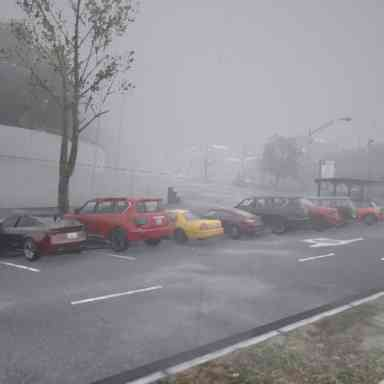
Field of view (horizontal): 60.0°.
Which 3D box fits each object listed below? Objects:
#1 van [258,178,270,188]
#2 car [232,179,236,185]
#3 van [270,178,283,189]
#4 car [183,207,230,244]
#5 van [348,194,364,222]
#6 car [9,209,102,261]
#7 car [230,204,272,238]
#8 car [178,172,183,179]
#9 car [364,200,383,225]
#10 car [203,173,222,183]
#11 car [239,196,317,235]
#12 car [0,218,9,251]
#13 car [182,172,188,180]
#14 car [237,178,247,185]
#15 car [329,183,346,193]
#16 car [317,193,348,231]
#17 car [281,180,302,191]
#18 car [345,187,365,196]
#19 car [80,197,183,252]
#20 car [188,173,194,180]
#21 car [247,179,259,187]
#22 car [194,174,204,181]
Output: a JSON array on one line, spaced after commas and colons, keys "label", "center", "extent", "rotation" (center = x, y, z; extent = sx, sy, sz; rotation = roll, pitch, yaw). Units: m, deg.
[{"label": "van", "center": [15.836, -1.765, 67.626], "extent": [1.878, 1.987, 4.442], "rotation": [7, 4, 35]}, {"label": "car", "center": [10.684, -2.318, 75.137], "extent": [2.002, 1.452, 4.674], "rotation": [7, 3, 35]}, {"label": "van", "center": [17.566, -1.492, 65.155], "extent": [1.878, 1.987, 4.442], "rotation": [7, 4, 35]}, {"label": "car", "center": [-1.131, 1.502, 15.922], "extent": [5.366, 1.575, 1.946], "rotation": [-1, -1, 35]}, {"label": "van", "center": [8.951, 1.296, 22.687], "extent": [4.442, 1.987, 1.878], "rotation": [-1, -1, 35]}, {"label": "car", "center": [-5.894, 1.523, 12.347], "extent": [4.792, 1.488, 2.163], "rotation": [-1, -1, 35]}, {"label": "car", "center": [1.474, 1.548, 17.551], "extent": [4.674, 1.452, 2.002], "rotation": [-1, -1, 35]}, {"label": "car", "center": [-1.577, -4.363, 92.183], "extent": [2.435, 2.045, 5.566], "rotation": [1, -1, 34]}, {"label": "car", "center": [11.359, 1.402, 24.439], "extent": [4.553, 1.767, 2.185], "rotation": [-1, -1, 35]}, {"label": "car", "center": [5.575, -3.177, 82.644], "extent": [1.946, 1.575, 5.366], "rotation": [7, 3, 34]}, {"label": "car", "center": [3.901, 1.262, 19.310], "extent": [5.566, 2.045, 2.435], "rotation": [-1, -1, 35]}, {"label": "car", "center": [-8.313, 1.492, 10.599], "extent": [4.892, 1.521, 2.231], "rotation": [-1, -1, 34]}, {"label": "car", "center": [0.196, -4.086, 89.837], "extent": [2.185, 1.767, 4.553], "rotation": [4, 1, 33]}, {"label": "car", "center": [12.428, -2.044, 72.676], "extent": [2.002, 1.452, 4.674], "rotation": [7, 4, 35]}, {"label": "car", "center": [24.542, -0.427, 55.411], "extent": [2.435, 2.045, 5.566], "rotation": [7, 3, 35]}, {"label": "car", "center": [6.413, 1.266, 21.016], "extent": [5.566, 2.045, 2.435], "rotation": [-1, -1, 35]}, {"label": "car", "center": [19.327, -0.993, 62.794], "extent": [2.231, 1.521, 4.892], "rotation": [7, 3, 35]}, {"label": "car", "center": [26.234, 0.136, 52.940], "extent": [2.002, 1.452, 4.674], "rotation": [7, 3, 35]}, {"label": "car", "center": [-3.450, 1.247, 14.093], "extent": [5.566, 2.045, 2.435], "rotation": [-1, -1, 34]}, {"label": "car", "center": [1.927, -3.851, 87.368], "extent": [2.185, 1.767, 4.553], "rotation": [6, 3, 34]}, {"label": "car", "center": [14.260, -1.813, 70.356], "extent": [1.946, 1.575, 5.366], "rotation": [7, 3, 35]}, {"label": "car", "center": [3.722, -3.699, 84.903], "extent": [2.435, 2.045, 5.566], "rotation": [7, 3, 34]}]
